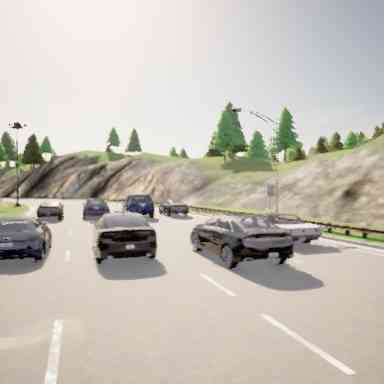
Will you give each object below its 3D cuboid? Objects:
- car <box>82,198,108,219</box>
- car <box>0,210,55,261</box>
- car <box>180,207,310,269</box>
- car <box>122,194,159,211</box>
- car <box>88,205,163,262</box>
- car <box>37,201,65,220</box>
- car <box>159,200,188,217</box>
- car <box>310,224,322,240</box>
[{"bbox_3d":[-8.351,1.328,28.605,2.097,1.767,4.553,0,0,-19],"label":"car"},{"bbox_3d":[-6.214,1.554,11.872,1.994,1.385,4.181,0,0,-19],"label":"car"},{"bbox_3d":[1.407,1.482,11.232,2.128,1.511,4.902,0,0,-19],"label":"car"},{"bbox_3d":[-4.812,1.195,29.103,2.150,2.045,5.566,0,0,-19],"label":"car"},{"bbox_3d":[-2.639,1.467,12.237,1.882,1.535,5.008,0,0,-19],"label":"car"},{"bbox_3d":[-11.734,1.469,27.677,2.128,1.511,4.902,0,0,-19],"label":"car"},{"bbox_3d":[-1.821,1.464,31.138,2.128,1.511,4.902,0,0,-19],"label":"car"},{"bbox_3d":[3.680,1.587,15.392,1.895,1.301,4.718,0,0,-19],"label":"car"}]
